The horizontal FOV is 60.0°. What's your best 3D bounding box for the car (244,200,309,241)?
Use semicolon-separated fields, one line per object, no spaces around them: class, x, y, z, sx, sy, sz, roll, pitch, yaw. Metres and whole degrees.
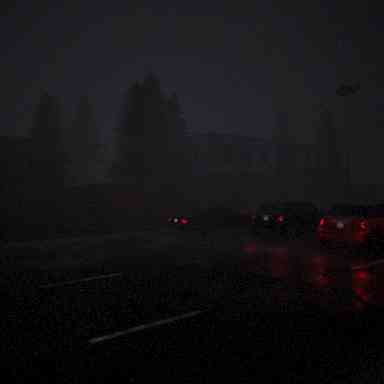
car;5.020;1.176;15.994;4.553;1.767;2.097;-1;0;-35

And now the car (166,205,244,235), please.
car;1.275;1.400;17.649;5.357;1.411;2.033;-1;1;-35

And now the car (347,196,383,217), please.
car;15.277;1.116;27.606;4.902;1.511;2.128;-1;1;-35

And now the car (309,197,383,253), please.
car;7.055;1.176;13.146;4.553;1.767;2.097;-1;0;-35
